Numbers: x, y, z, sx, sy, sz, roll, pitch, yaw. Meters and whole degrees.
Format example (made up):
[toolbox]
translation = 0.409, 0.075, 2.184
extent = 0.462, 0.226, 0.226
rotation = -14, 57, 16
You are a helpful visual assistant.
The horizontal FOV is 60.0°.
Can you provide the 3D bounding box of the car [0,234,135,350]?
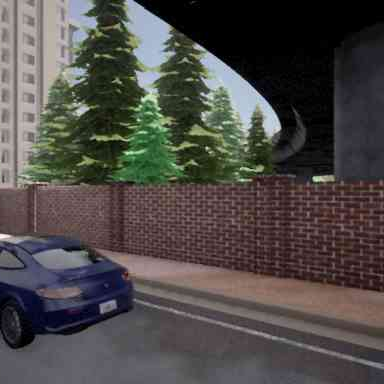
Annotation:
[car]
translation = -3.095, 1.529, 6.212
extent = 4.674, 1.442, 1.812
rotation = -1, 0, 36
